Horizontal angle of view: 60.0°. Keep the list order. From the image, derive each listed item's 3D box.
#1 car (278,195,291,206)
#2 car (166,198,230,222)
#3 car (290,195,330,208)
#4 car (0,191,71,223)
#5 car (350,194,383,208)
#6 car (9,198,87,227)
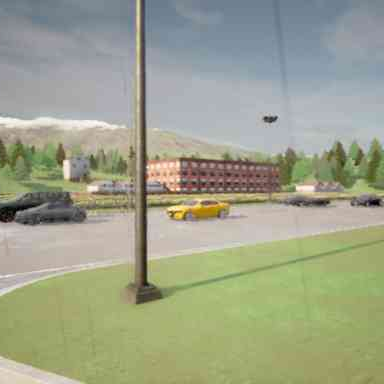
[{"bbox_3d":[13.219,1.060,42.343,5.357,1.411,2.033,0,1,-37],"label":"car"},{"bbox_3d":[0.494,1.204,23.703,5.008,1.535,1.882,-1,1,-38],"label":"car"},{"bbox_3d":[13.919,1.157,38.474,4.718,1.301,1.895,-1,1,-37],"label":"car"},{"bbox_3d":[-11.205,0.951,23.499,5.566,2.045,2.150,-1,1,-38],"label":"car"},{"bbox_3d":[20.511,1.027,39.086,5.008,1.535,1.882,0,1,-37],"label":"car"},{"bbox_3d":[-8.822,1.323,20.921,4.181,1.385,1.994,-1,1,-38],"label":"car"}]
